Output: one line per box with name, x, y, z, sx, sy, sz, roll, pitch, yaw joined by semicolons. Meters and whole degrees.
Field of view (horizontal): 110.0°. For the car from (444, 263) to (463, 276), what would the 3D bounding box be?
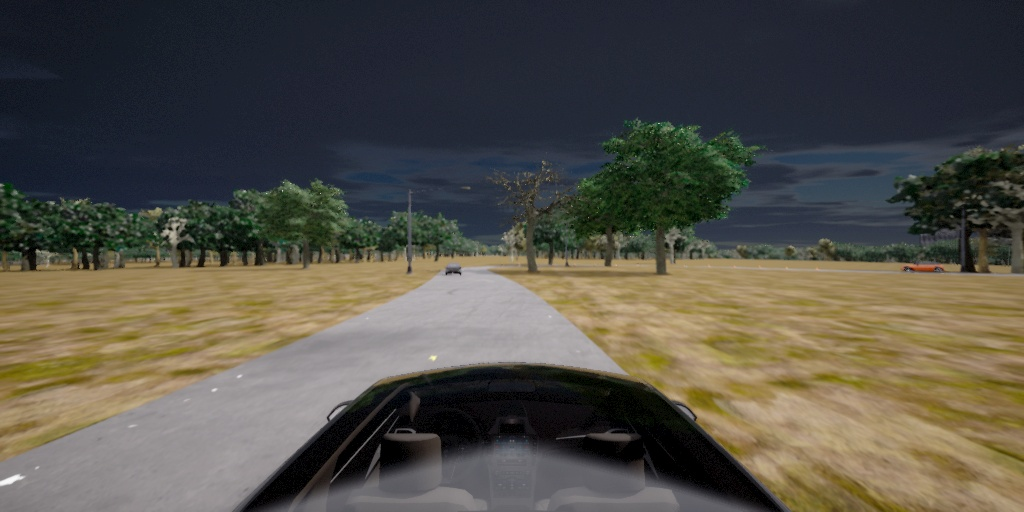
car;-6.592;1.464;40.514;2.033;1.411;5.357;0;0;-9
